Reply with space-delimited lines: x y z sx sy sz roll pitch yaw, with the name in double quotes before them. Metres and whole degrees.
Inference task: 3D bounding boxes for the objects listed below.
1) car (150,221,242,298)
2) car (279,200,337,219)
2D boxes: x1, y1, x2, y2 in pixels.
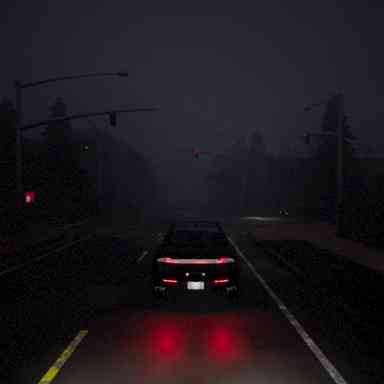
"car" 0.091 1.491 8.487 2.128 1.511 4.902 0 0 1
"car" 9.942 1.486 28.453 4.892 1.490 1.837 0 0 -5
